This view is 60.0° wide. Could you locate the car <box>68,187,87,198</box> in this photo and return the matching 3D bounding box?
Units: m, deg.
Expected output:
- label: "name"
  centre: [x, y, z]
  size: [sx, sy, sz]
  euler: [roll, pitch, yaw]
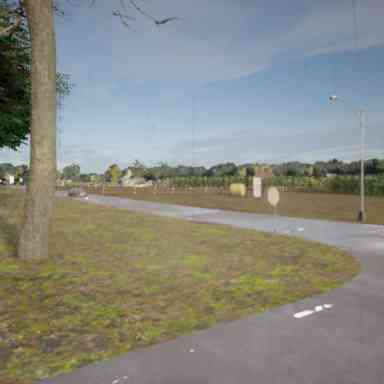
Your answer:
- label: "car"
  centre: [-17.491, 0.050, 50.748]
  size: [1.812, 1.442, 4.674]
  euler: [-2, 3, -36]
